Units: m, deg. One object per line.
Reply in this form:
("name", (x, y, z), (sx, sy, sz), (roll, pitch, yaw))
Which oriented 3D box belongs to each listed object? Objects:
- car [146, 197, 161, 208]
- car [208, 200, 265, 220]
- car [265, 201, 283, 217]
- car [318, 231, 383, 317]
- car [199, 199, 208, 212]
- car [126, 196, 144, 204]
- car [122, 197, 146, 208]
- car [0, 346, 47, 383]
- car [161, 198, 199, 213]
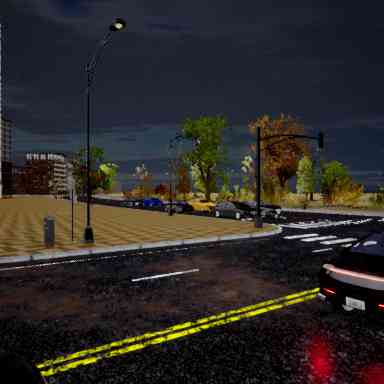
("car", (-6.149, 1.580, 51.816), (1.882, 1.535, 5.008), (0, 1, -30))
("car", (3.787, 1.565, 29.241), (1.837, 1.490, 4.892), (0, 0, -32))
("car", (6.334, 1.541, 31.300), (2.128, 1.511, 4.902), (0, 0, -32))
("car", (4.502, 1.491, 6.453), (4.902, 1.511, 2.128), (0, 0, -34))
("car", (1.105, 1.550, 39.768), (1.882, 1.535, 5.008), (0, 0, -32))
("car", (-11.952, 1.665, 68.866), (2.033, 1.411, 5.357), (0, 0, -29))
("car", (-9.249, 1.606, 50.688), (2.128, 1.511, 4.902), (0, 0, -30))
("car", (-3.082, 1.492, 1.210), (4.902, 1.511, 2.128), (0, 0, -35))
("car", (-1.427, 1.647, 37.674), (1.994, 1.385, 4.181), (0, 0, -32))
